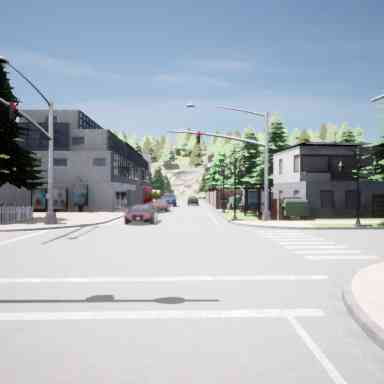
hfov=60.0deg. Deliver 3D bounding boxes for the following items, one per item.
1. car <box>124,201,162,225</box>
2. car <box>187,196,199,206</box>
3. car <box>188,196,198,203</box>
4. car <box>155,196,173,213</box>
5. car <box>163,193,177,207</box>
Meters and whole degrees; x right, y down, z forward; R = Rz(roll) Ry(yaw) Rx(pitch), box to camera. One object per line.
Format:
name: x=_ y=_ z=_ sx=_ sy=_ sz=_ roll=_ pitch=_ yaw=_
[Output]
car: x=-3.566 y=1.564 z=23.891 sx=1.994 sy=1.385 sz=4.181 roll=0 pitch=0 yaw=0
car: x=0.177 y=1.505 z=56.741 sx=1.837 sy=1.490 sz=4.892 roll=0 pitch=0 yaw=0
car: x=0.188 y=1.547 z=70.039 sx=2.033 sy=1.411 sz=5.357 roll=0 pitch=0 yaw=0
car: x=-3.544 y=1.526 z=37.400 sx=1.812 sy=1.442 sz=4.674 roll=0 pitch=0 yaw=1
car: x=-3.520 y=1.221 z=51.321 sx=2.150 sy=2.045 sz=5.566 roll=0 pitch=0 yaw=0
